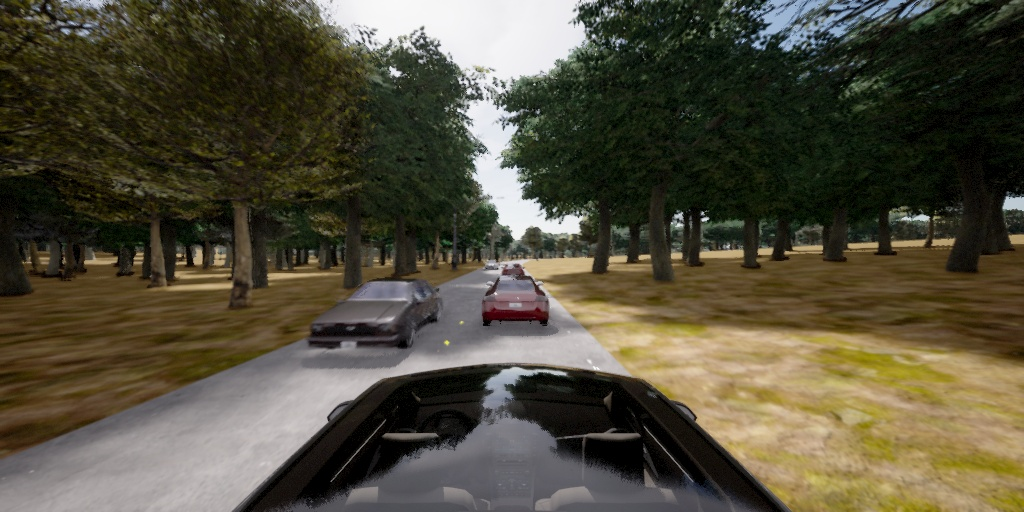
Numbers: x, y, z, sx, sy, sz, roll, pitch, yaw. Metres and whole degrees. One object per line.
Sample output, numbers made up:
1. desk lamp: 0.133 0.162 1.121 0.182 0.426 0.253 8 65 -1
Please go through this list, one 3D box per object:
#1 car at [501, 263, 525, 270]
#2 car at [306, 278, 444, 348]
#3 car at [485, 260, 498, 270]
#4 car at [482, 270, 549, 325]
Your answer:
1. car: 0.104 1.288 29.242 1.812 1.442 4.674 0 0 0
2. car: -3.099 1.298 9.473 2.033 1.411 5.357 0 0 0
3. car: -2.992 1.345 53.313 1.812 1.442 4.674 0 0 0
4. car: 0.099 1.315 11.829 1.994 1.385 4.181 0 0 0
